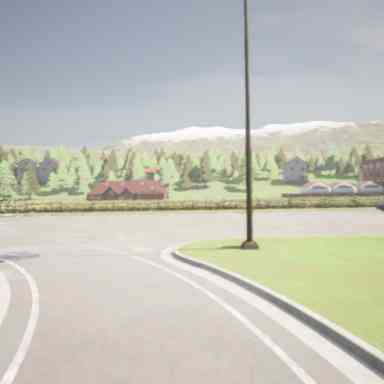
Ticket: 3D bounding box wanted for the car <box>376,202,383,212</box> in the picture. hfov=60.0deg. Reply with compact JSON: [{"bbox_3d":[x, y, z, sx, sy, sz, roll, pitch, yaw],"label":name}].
[{"bbox_3d":[20.459,1.181,32.167,4.892,1.490,1.837,-1,0,0],"label":"car"}]
